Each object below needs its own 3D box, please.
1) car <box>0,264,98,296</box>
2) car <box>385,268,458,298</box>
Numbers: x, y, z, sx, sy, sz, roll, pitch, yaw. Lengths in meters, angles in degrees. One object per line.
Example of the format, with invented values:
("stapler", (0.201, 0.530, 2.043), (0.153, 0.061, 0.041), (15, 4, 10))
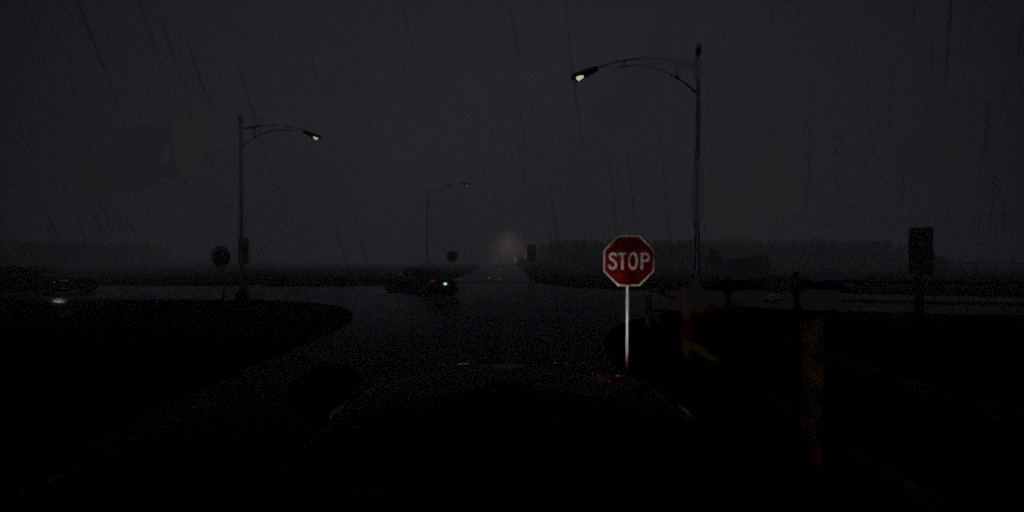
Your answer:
("car", (-24.320, 1.192, 18.376), (5.008, 1.535, 1.882), (0, 0, 2))
("car", (-4.680, 1.281, 18.257), (4.181, 1.385, 1.994), (0, 0, 41))
